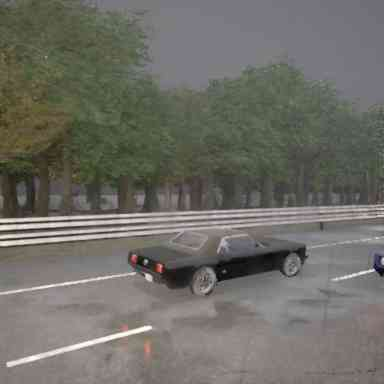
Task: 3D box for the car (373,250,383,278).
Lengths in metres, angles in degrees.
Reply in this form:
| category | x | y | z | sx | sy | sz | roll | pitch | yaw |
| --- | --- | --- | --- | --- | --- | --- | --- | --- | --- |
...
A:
| category | x | y | z | sx | sy | sz | roll | pitch | yaw |
| --- | --- | --- | --- | --- | --- | --- | --- | --- | --- |
| car | 6.599 | 1.611 | 8.235 | 4.718 | 1.301 | 1.895 | 0 | 0 | -34 |

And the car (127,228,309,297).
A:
| category | x | y | z | sx | sy | sz | roll | pitch | yaw |
| --- | --- | --- | --- | --- | --- | --- | --- | --- | --- |
| car | 0.880 | 1.600 | 8.576 | 4.718 | 1.301 | 1.895 | 0 | 0 | -35 |
